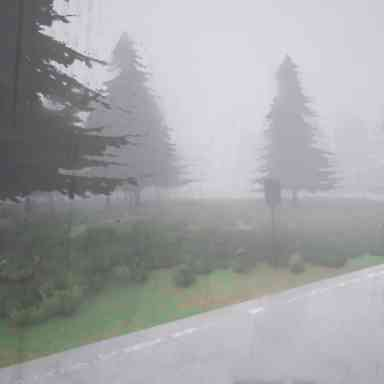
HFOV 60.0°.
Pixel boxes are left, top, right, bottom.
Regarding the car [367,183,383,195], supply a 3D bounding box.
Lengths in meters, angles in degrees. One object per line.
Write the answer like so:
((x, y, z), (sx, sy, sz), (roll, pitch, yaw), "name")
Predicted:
((21.313, -0.370, 35.785), (1.882, 1.535, 5.008), (-4, 2, -21), "car")
